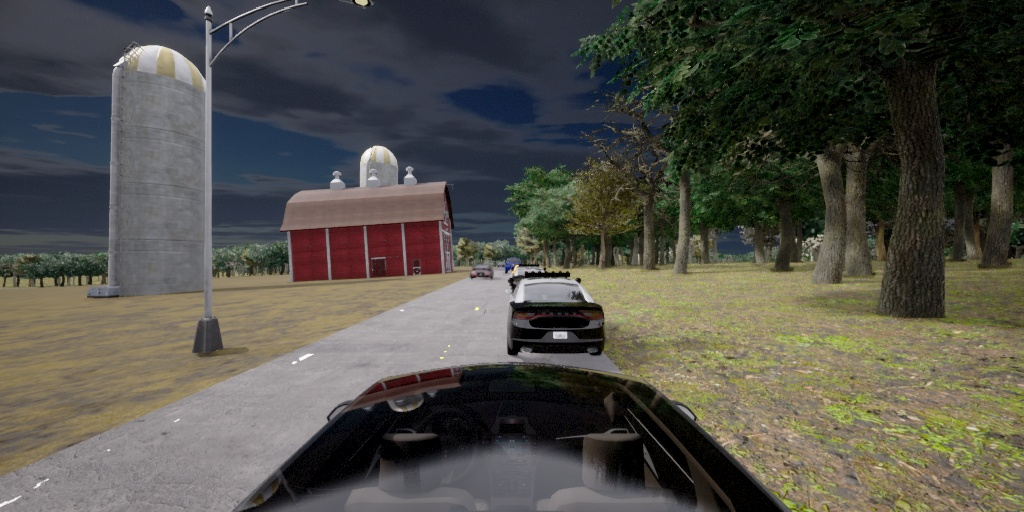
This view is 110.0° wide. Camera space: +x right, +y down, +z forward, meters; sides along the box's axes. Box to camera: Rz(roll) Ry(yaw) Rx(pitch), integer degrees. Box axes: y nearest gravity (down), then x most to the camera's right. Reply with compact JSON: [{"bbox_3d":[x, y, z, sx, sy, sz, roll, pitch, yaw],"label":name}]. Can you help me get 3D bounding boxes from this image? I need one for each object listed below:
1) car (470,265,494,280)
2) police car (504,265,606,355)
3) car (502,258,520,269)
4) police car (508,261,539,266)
[{"bbox_3d":[-2.739,1.481,33.319,1.994,1.385,4.181,0,-1,0],"label":"car"},{"bbox_3d":[0.850,1.187,8.837,1.930,1.638,5.238,0,0,0],"label":"police car"},{"bbox_3d":[0.200,1.261,47.317,2.150,2.045,5.566,0,0,0],"label":"car"},{"bbox_3d":[0.885,1.230,18.840,1.930,1.638,5.238,0,0,0],"label":"police car"}]
